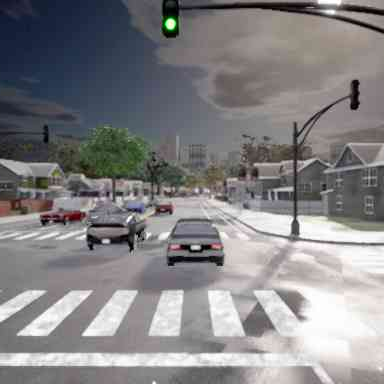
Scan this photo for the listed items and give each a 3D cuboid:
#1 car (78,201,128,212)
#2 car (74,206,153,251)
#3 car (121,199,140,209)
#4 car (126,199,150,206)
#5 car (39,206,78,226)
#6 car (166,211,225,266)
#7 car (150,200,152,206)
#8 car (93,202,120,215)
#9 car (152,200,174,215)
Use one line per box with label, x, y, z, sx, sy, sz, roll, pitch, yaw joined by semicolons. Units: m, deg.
car;-6.585;1.685;25.234;2.128;1.511;4.902;0;0;0
car;-3.143;1.606;14.606;2.128;1.511;4.902;0;0;0
car;-9.773;1.878;53.252;2.128;1.511;4.902;0;0;0
car;-6.562;1.768;39.104;1.882;1.535;5.008;0;0;0
car;-9.833;1.797;25.644;1.895;1.301;4.718;0;0;3
car;0.106;1.642;11.956;2.033;1.411;5.357;0;0;0
car;-6.503;1.973;56.489;1.994;1.385;4.181;0;0;0
car;-9.818;1.886;38.394;1.895;1.301;4.718;0;0;0
car;-3.130;1.763;38.438;1.882;1.535;5.008;0;0;0
